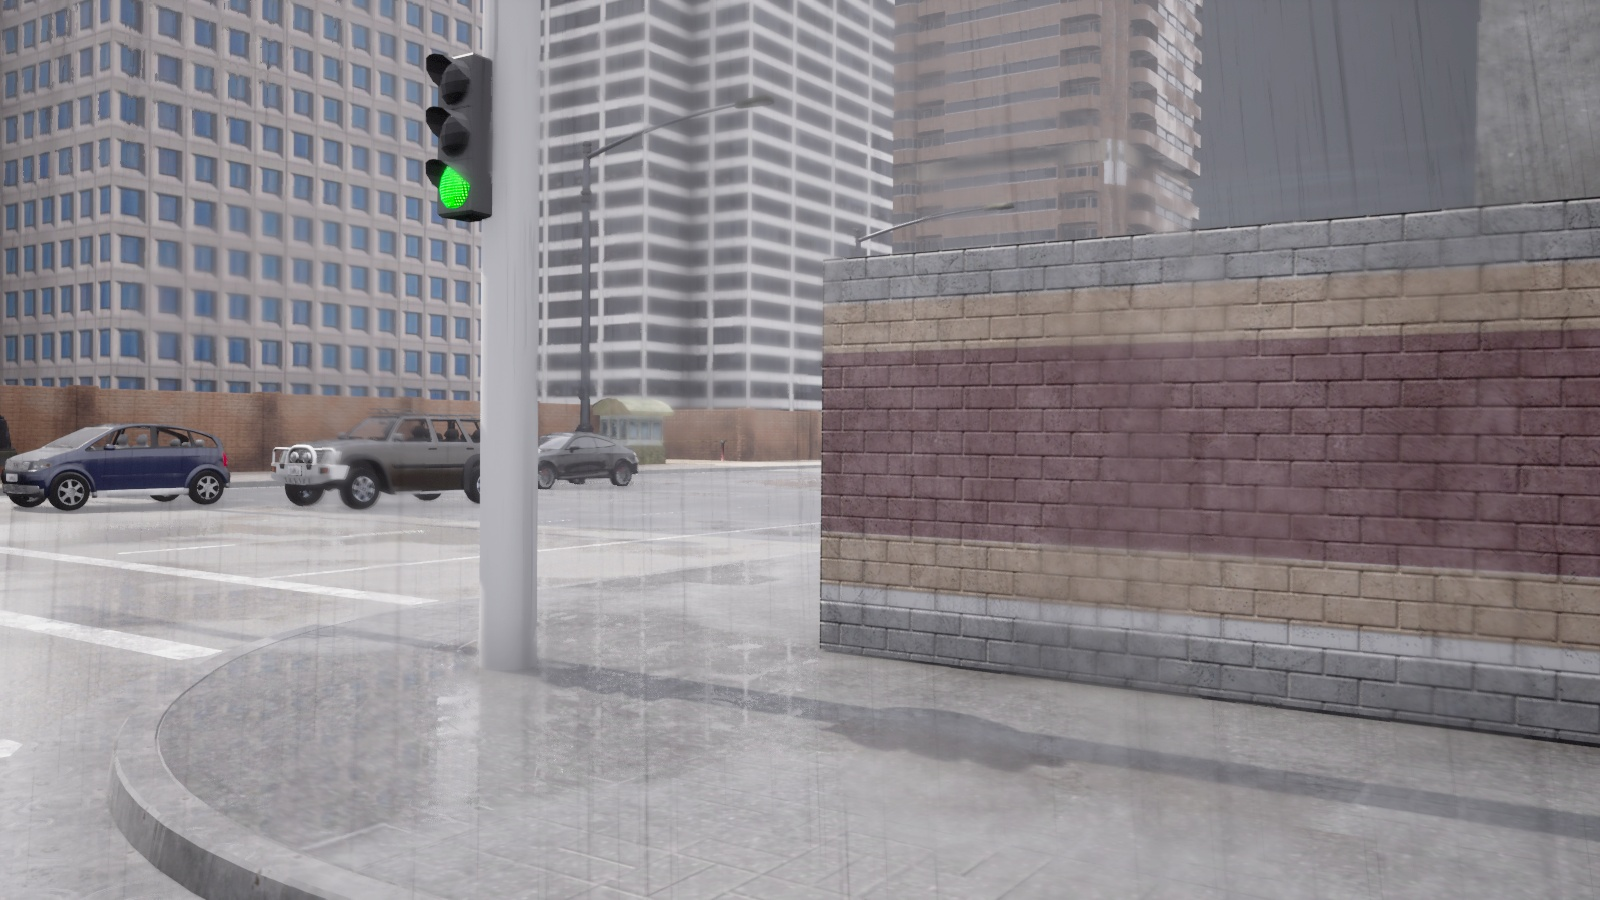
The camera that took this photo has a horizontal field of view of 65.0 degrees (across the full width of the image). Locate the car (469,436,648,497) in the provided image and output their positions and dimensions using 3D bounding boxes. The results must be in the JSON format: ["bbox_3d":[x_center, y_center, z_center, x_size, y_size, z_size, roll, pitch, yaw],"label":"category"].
[{"bbox_3d":[-6.209,0.366,32.805,1.812,1.442,4.674,0,1,34],"label":"car"}]

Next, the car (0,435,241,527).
[{"bbox_3d":[-12.628,0.506,23.310,1.789,1.549,3.705,0,1,34],"label":"car"}]

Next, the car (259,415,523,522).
[{"bbox_3d":[-7.761,0.287,24.273,1.932,1.855,4.605,0,1,34],"label":"car"}]
